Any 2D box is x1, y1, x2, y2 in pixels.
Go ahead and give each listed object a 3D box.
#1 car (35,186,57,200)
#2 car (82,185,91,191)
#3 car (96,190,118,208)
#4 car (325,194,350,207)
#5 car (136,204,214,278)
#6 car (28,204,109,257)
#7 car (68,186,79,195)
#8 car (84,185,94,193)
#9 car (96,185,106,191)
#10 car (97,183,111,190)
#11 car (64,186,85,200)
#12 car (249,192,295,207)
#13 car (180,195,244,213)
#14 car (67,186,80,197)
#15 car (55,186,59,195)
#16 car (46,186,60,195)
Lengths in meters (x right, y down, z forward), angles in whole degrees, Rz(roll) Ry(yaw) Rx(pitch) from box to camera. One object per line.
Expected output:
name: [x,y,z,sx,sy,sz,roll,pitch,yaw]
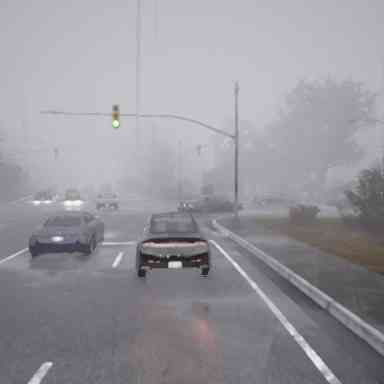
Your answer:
car: [-19.240,0.356,43.442,1.994,1.385,4.181,-1,2,-18]
car: [-26.403,-1.069,83.398,1.882,1.535,5.008,-1,2,-20]
car: [-8.047,0.790,31.515,1.895,1.301,4.718,-1,2,-15]
car: [17.382,0.967,37.391,4.892,1.490,1.837,2,1,-17]
car: [-0.604,1.368,9.882,2.128,1.511,4.902,0,1,-5]
car: [-4.475,1.385,12.410,1.994,1.385,4.181,0,2,-8]
car: [-22.681,-0.352,63.386,1.837,1.490,4.892,-1,2,-20]
car: [-22.776,-0.697,73.643,1.882,1.535,5.008,-1,2,-20]
car: [-23.119,-1.050,84.608,2.033,1.411,5.357,-1,2,-20]
car: [-19.508,-0.994,74.887,2.150,2.045,5.566,-1,2,-20]
car: [-16.051,0.237,44.770,2.128,1.511,4.902,-1,2,-22]
car: [8.345,0.722,34.609,4.902,1.511,2.128,1,2,-17]
car: [1.494,0.958,25.101,5.357,1.411,2.033,-1,2,-38]
car: [-19.125,-0.077,53.750,1.882,1.535,5.008,-1,2,-20]
car: [-22.162,0.015,51.846,1.837,1.490,4.892,-1,2,-19]
car: [-25.754,-0.305,61.609,2.128,1.511,4.902,-1,2,-20]
